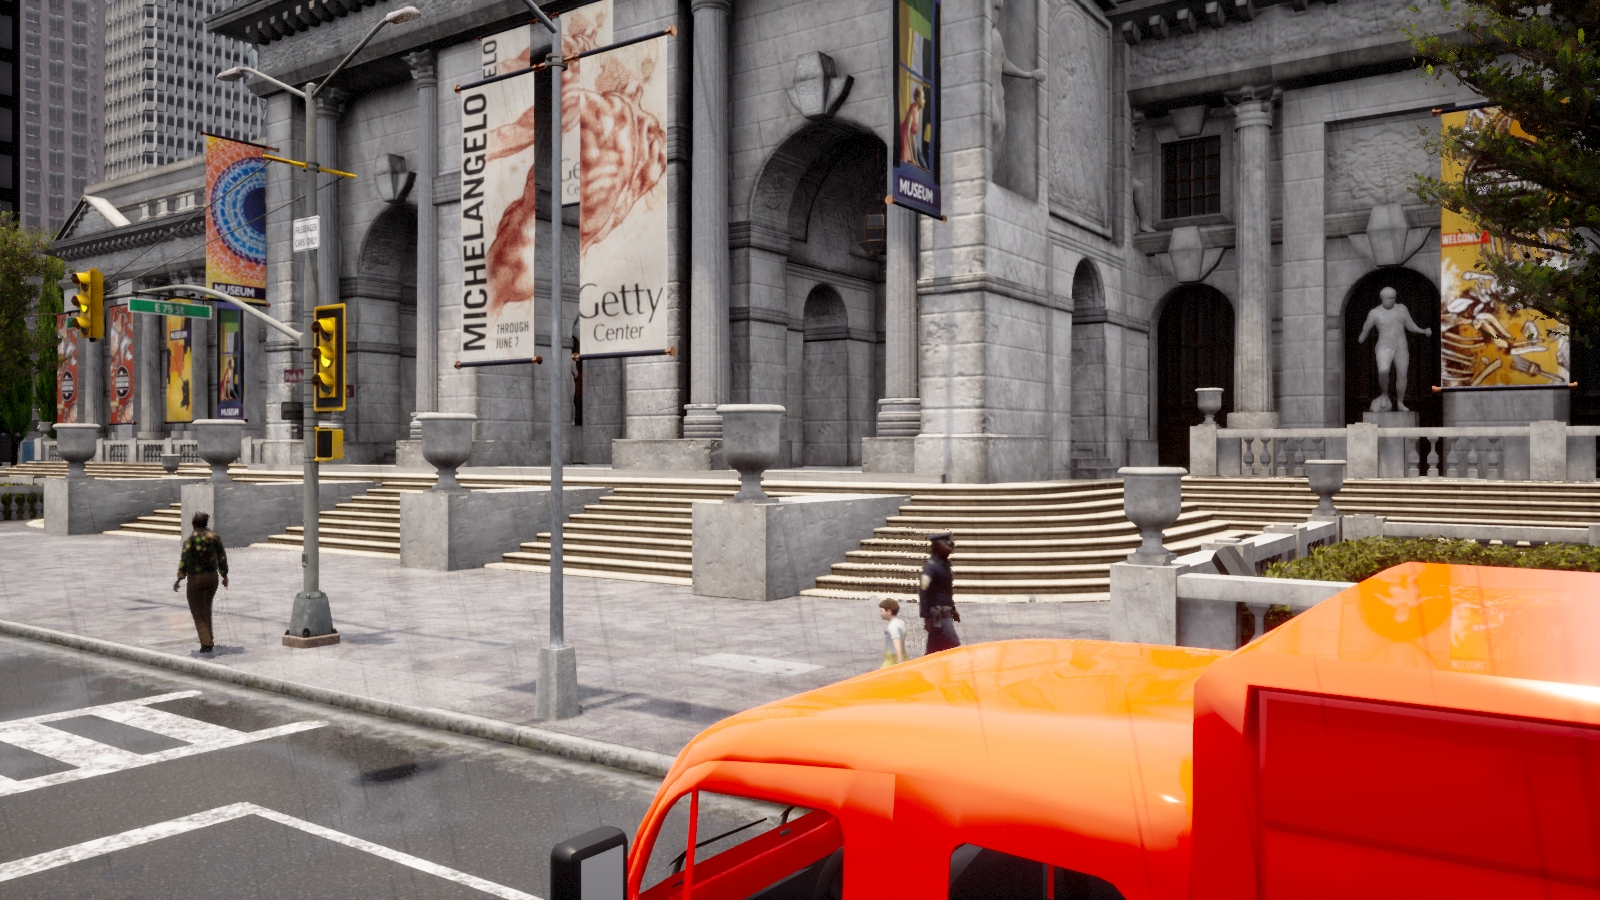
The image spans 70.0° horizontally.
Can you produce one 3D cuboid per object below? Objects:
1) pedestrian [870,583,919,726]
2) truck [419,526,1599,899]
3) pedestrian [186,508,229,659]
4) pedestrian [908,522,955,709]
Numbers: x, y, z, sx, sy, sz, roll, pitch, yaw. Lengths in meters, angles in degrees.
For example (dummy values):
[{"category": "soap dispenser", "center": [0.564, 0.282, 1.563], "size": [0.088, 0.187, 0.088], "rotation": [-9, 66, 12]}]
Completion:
[{"category": "pedestrian", "center": [0.918, 1.973, 11.105], "size": [0.375, 1.300, 0.375], "rotation": [0, 0, 23]}, {"category": "truck", "center": [1.935, 1.568, 2.414], "size": [5.204, 2.467, 2.627], "rotation": [0, 0, 35]}, {"category": "pedestrian", "center": [-7.573, 1.690, 14.595], "size": [0.375, 1.860, 0.375], "rotation": [0, 0, 42]}, {"category": "pedestrian", "center": [1.364, 1.694, 11.842], "size": [0.375, 1.860, 0.375], "rotation": [0, 0, 28]}]
